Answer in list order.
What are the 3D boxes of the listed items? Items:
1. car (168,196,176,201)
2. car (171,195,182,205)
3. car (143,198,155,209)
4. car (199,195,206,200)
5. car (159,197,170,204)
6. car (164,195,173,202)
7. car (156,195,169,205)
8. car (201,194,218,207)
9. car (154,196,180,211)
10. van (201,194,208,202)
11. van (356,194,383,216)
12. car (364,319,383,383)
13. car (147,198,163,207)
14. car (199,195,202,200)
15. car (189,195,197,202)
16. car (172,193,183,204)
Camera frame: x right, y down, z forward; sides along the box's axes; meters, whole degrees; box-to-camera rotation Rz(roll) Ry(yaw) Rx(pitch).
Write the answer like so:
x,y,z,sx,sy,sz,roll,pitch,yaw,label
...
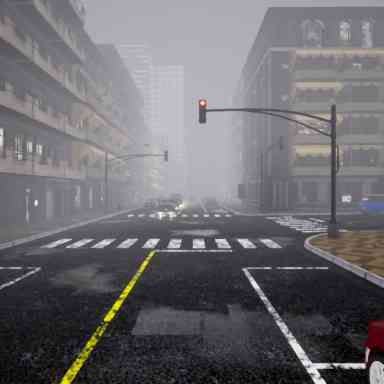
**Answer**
x,y,z,sx,sy,sz,roll,pitch,yaw,label
-5.422,1.633,89.523,1.802,1.307,4.206,-1,0,0,car
-2.942,1.578,50.367,1.994,1.385,4.181,0,0,0,car
-5.559,1.561,45.300,2.008,1.369,4.403,0,0,0,car
2.975,1.602,95.019,1.887,1.381,4.507,-1,0,0,car
-5.491,1.609,67.411,1.802,1.307,4.206,-1,0,0,car
-5.457,1.563,78.297,1.752,1.417,4.829,-1,0,0,car
-5.510,1.462,61.883,1.967,1.590,4.097,-1,0,0,car
2.836,1.454,50.796,1.967,1.590,4.097,-1,0,0,car
-2.975,1.554,40.483,2.033,1.411,5.357,0,0,0,car
2.922,1.379,78.435,1.690,1.788,3.998,-1,0,0,van
15.723,1.035,27.328,3.998,1.788,1.690,-1,1,-1,van
2.685,1.544,1.797,1.887,1.381,4.507,0,0,0,car
-5.543,1.580,50.827,1.947,1.339,4.313,0,0,0,car
2.890,1.578,67.379,2.008,1.369,4.403,-1,0,0,car
0.245,1.517,79.730,1.882,1.535,5.008,0,0,0,car
-2.882,1.243,60.938,2.150,2.045,5.566,0,0,1,car
